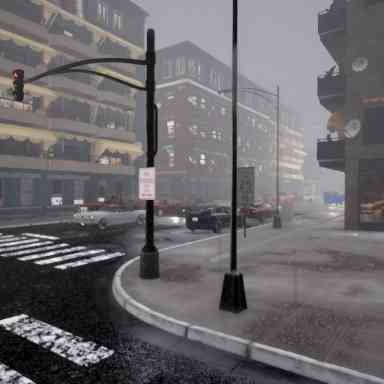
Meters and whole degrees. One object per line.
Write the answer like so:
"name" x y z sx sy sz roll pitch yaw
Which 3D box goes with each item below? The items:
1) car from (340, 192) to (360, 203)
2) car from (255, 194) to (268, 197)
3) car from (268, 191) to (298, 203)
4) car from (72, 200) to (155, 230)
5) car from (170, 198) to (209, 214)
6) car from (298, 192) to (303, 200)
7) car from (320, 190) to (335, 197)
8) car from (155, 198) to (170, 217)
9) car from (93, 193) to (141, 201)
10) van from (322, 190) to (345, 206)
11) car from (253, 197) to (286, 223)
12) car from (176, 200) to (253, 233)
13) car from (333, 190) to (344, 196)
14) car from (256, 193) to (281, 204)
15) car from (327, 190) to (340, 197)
"car" 23.782 0.763 49.897 1.887 1.381 4.507 2 2 35
"car" 5.736 1.012 34.309 1.837 1.490 4.892 1 1 35
"car" 11.440 0.717 42.371 2.097 1.767 4.553 1 1 36
"car" -4.609 1.368 19.607 1.895 1.301 4.718 1 1 35
"car" 0.484 1.203 26.873 1.994 1.385 4.181 1 1 34
"car" 16.950 0.719 54.750 1.947 1.339 4.313 2 2 35
"car" 29.769 0.378 72.976 1.887 1.381 4.507 2 2 35
"car" -2.278 1.180 27.412 1.887 1.381 4.507 2 2 35
"car" -5.480 1.031 22.850 2.192 1.841 5.009 2 2 35
"van" 17.375 0.721 40.780 1.690 1.788 3.998 2 2 35
"car" 4.553 1.283 22.560 1.802 1.307 4.206 2 2 35
"car" 1.349 1.348 18.003 1.947 1.339 4.313 2 2 35
"car" 36.178 0.255 82.089 1.802 1.307 4.206 2 2 35
"car" 10.541 0.880 45.638 1.947 1.339 4.313 2 2 35
"car" 32.973 0.335 77.532 1.802 1.307 4.206 2 2 35
